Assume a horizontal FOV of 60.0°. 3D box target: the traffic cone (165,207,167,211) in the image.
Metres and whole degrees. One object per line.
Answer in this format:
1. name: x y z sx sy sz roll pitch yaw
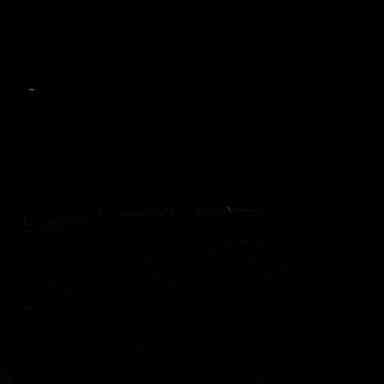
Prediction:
1. traffic cone: -3.701 2.467 47.884 0.340 0.580 0.340 1 -1 -38

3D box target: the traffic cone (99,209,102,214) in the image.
1. traffic cone: -10.933 2.352 39.759 0.340 0.580 0.340 0 -1 32

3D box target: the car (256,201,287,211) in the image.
1. car: 12.441 2.142 52.169 4.902 1.511 2.128 0 -1 -6

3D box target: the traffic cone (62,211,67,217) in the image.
1. traffic cone: -13.398 2.290 34.889 0.340 0.580 0.340 0 -1 22
